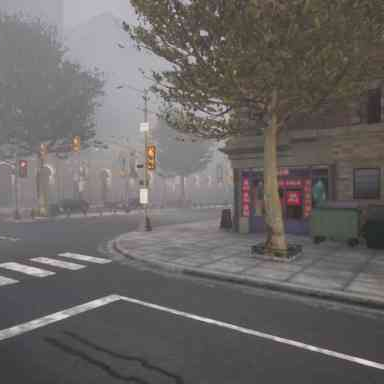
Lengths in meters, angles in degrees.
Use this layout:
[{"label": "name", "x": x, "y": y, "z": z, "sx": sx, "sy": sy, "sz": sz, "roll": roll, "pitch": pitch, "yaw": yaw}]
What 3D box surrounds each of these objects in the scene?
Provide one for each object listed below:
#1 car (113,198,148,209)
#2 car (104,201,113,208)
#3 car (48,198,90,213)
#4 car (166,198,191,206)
[{"label": "car", "x": -8.070, "y": 1.526, "z": 45.563, "sx": 1.812, "sy": 1.442, "sz": 4.674, "roll": 0, "pitch": 0, "yaw": 36}, {"label": "car", "x": -10.283, "y": 1.595, "z": 47.904, "sx": 1.895, "sy": 1.301, "sz": 4.718, "roll": 0, "pitch": 0, "yaw": 36}, {"label": "car", "x": -13.908, "y": 1.505, "z": 37.471, "sx": 1.837, "sy": 1.490, "sz": 4.892, "roll": 0, "pitch": 0, "yaw": 36}, {"label": "car", "x": -2.179, "y": 1.600, "z": 53.759, "sx": 1.895, "sy": 1.301, "sz": 4.718, "roll": 0, "pitch": 0, "yaw": 36}]
